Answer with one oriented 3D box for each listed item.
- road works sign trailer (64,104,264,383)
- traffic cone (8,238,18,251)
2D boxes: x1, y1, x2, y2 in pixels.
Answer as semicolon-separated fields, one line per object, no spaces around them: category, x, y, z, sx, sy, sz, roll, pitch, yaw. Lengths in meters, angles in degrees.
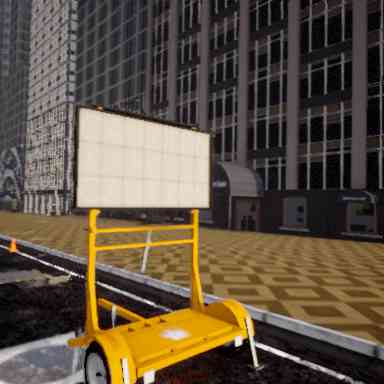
road works sign trailer;-0.743;0.660;5.067;2.380;3.560;2.880;3;-3;-42
traffic cone;-8.383;2.468;15.624;0.340;0.580;0.340;3;-3;-43
